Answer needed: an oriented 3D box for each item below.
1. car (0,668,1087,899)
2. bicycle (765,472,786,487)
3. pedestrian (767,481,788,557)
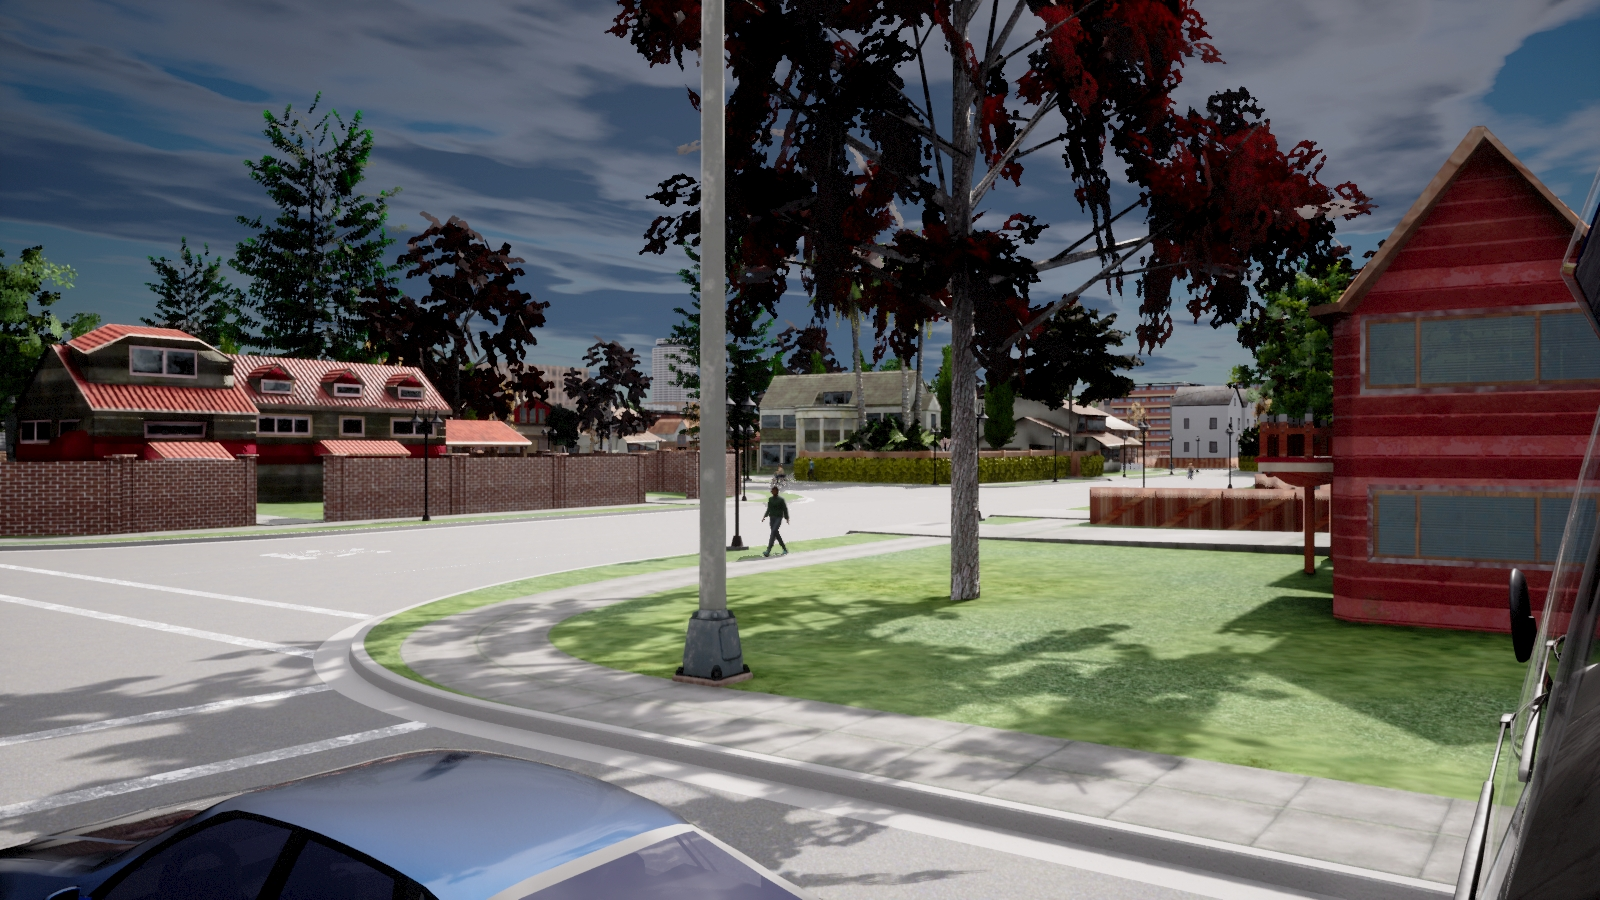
[{"bbox_3d":[-1.713,2.106,4.943,5.357,1.411,2.033,0,0,36],"label":"car"},{"bbox_3d":[-1.844,2.256,86.318,0.859,1.080,1.487,0,0,34],"label":"bicycle"},{"bbox_3d":[-0.560,1.704,28.460,0.375,1.860,0.375,0,0,35],"label":"pedestrian"}]
